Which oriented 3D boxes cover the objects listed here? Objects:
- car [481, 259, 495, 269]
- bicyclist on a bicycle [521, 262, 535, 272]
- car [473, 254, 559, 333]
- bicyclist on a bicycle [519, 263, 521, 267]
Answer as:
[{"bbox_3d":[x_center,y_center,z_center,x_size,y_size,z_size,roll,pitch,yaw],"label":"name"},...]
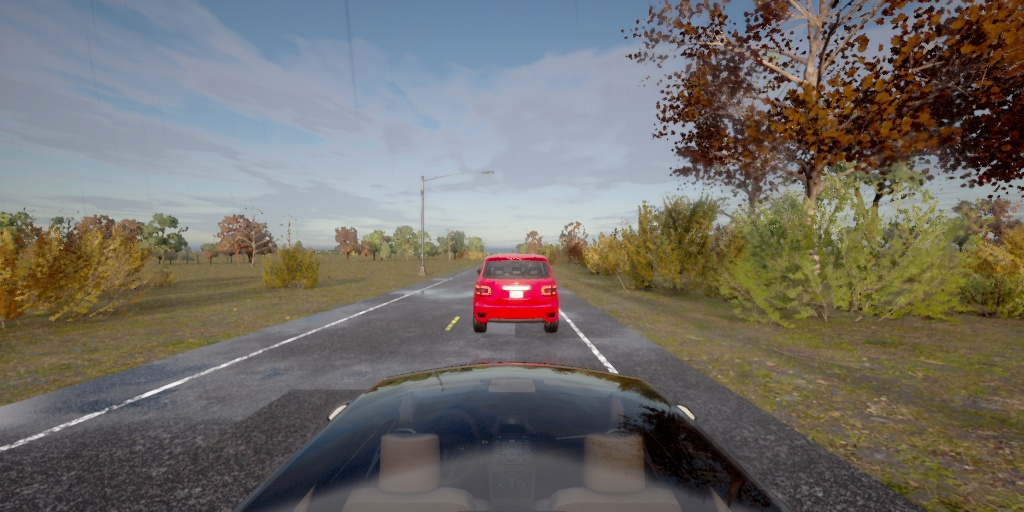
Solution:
[{"bbox_3d":[-3.906,1.264,58.732,2.033,1.411,5.357,0,0,0],"label":"car"},{"bbox_3d":[0.938,1.109,18.570,0.659,1.776,1.843,0,0,0],"label":"bicyclist on a bicycle"},{"bbox_3d":[0.089,0.965,10.863,2.150,2.045,5.566,0,0,0],"label":"car"},{"bbox_3d":[0.895,1.102,28.583,0.659,1.776,1.843,0,0,0],"label":"bicyclist on a bicycle"}]
